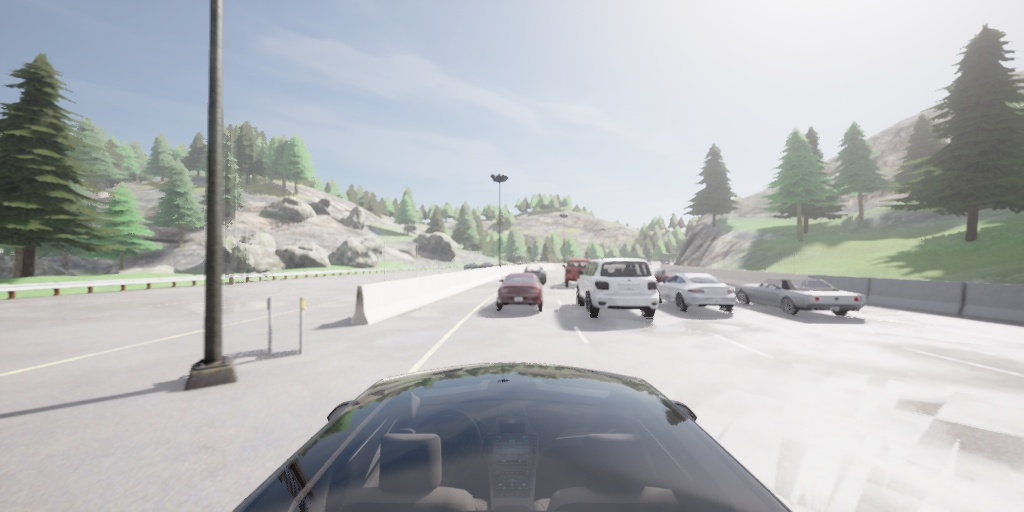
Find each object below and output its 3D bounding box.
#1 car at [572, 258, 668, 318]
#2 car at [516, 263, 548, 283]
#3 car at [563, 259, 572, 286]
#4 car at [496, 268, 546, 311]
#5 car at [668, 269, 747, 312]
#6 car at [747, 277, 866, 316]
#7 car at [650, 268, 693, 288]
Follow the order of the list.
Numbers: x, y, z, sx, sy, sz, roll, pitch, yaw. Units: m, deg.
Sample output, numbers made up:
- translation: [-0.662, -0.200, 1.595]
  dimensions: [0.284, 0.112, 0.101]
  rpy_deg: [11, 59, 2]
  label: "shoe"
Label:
- translation: [3.800, 1.106, 13.794]
  dimensions: [2.150, 2.045, 5.566]
  rpy_deg: [0, 0, 4]
  label: "car"
- translation: [1.862, 1.543, 29.419]
  dimensions: [2.128, 1.511, 4.902]
  rpy_deg: [0, 0, 9]
  label: "car"
- translation: [5.184, 1.260, 28.066]
  dimensions: [2.150, 2.045, 5.566]
  rpy_deg: [0, 0, 8]
  label: "car"
- translation: [0.417, 1.423, 15.295]
  dimensions: [1.812, 1.442, 4.674]
  rpy_deg: [0, 0, 5]
  label: "car"
- translation: [7.408, 1.418, 14.921]
  dimensions: [1.812, 1.442, 4.674]
  rpy_deg: [0, 0, 5]
  label: "car"
- translation: [10.846, 1.485, 14.084]
  dimensions: [1.895, 1.301, 4.718]
  rpy_deg: [0, -1, 4]
  label: "car"
- translation: [12.232, 1.633, 27.816]
  dimensions: [1.895, 1.301, 4.718]
  rpy_deg: [0, -1, 9]
  label: "car"
